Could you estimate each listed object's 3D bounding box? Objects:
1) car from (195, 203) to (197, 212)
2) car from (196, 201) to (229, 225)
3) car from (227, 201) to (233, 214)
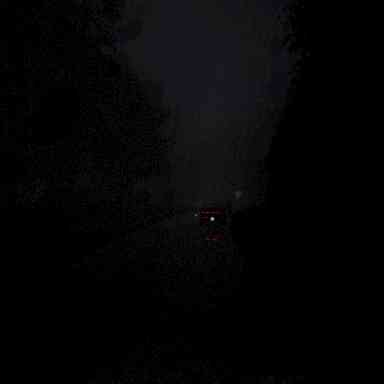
[{"bbox_3d":[1.655,1.915,45.165,1.882,1.535,5.008,1,-1,11],"label":"car"},{"bbox_3d":[1.651,1.641,25.170,1.837,1.490,4.892,0,-1,6],"label":"car"},{"bbox_3d":[4.116,1.908,42.244,2.128,1.511,4.902,0,-1,10],"label":"car"}]
